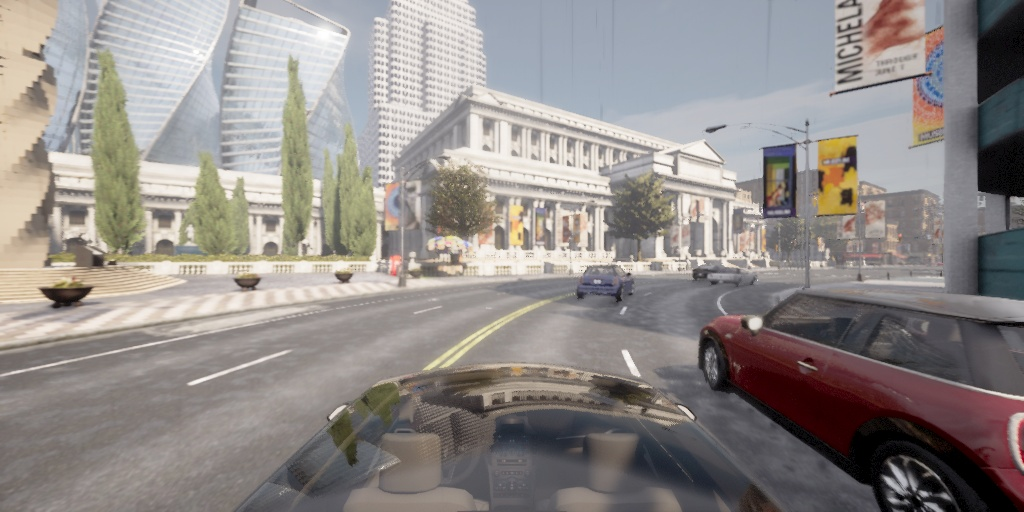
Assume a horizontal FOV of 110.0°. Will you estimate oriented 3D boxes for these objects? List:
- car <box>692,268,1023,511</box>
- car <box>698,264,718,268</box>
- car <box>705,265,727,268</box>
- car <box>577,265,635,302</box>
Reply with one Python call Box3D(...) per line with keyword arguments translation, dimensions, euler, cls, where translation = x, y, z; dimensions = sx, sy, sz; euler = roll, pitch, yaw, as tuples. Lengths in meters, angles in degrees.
Box3D(translation=(3.882, 1.132, 3.888), dimensions=(2.097, 1.767, 4.553), euler=(0, 0, 6), cls="car")
Box3D(translation=(18.321, 1.479, 32.431), dimensions=(5.008, 1.535, 1.882), euler=(1, -1, -35), cls="car")
Box3D(translation=(16.725, 1.564, 27.080), dimensions=(4.718, 1.301, 1.895), euler=(0, 0, -39), cls="car")
Box3D(translation=(4.902, 1.218, 18.351), dimensions=(2.097, 1.767, 4.553), euler=(0, 0, 27), cls="car")
